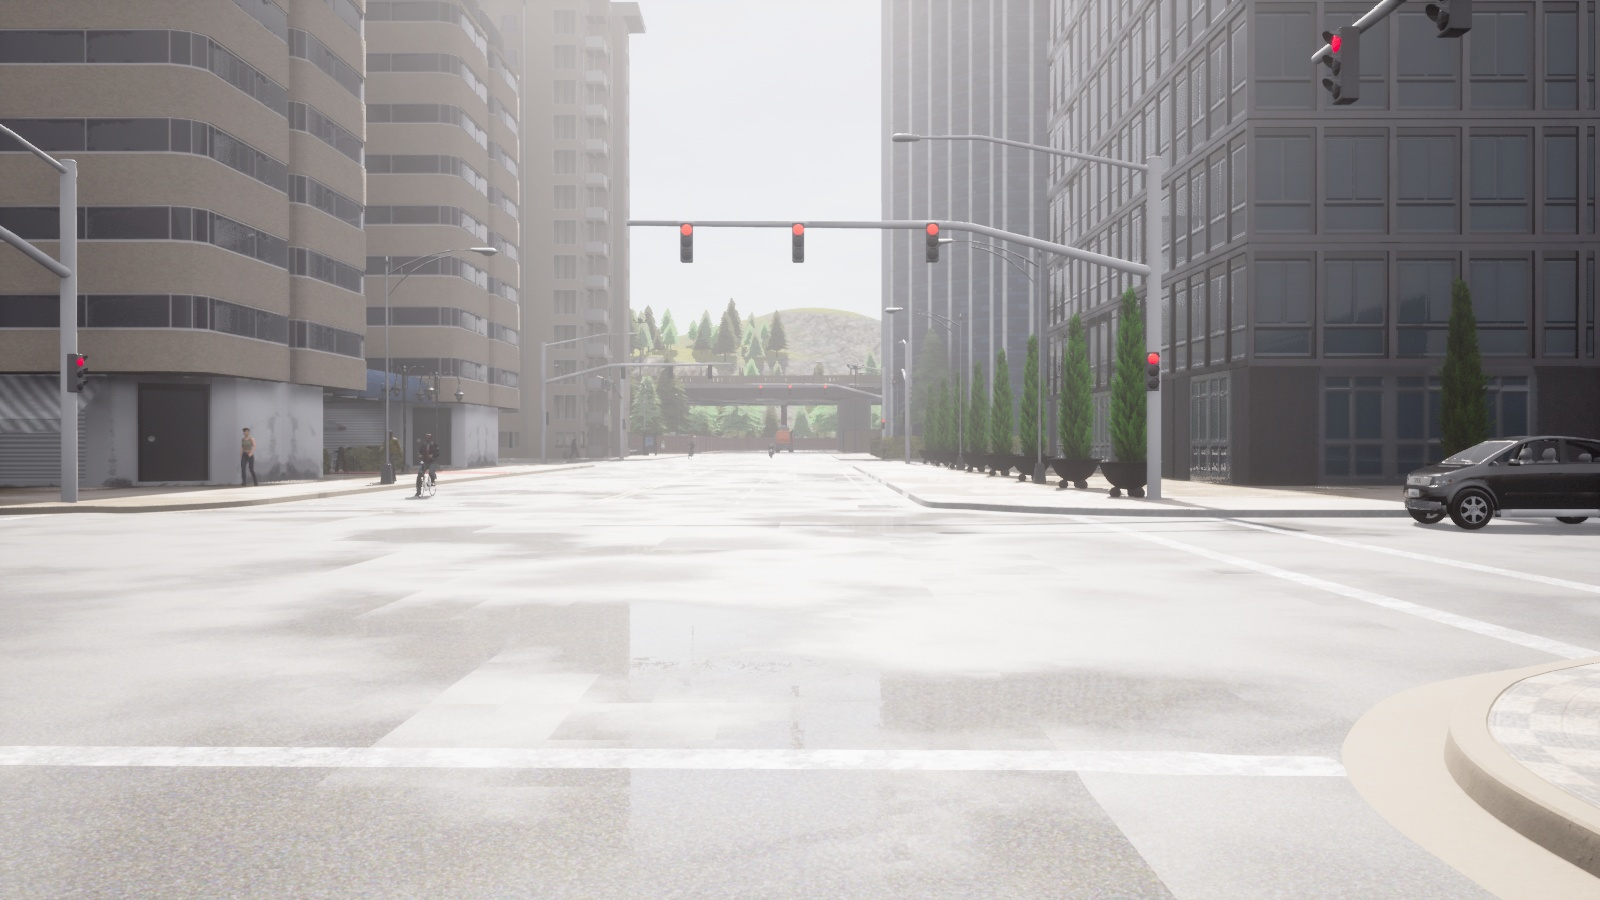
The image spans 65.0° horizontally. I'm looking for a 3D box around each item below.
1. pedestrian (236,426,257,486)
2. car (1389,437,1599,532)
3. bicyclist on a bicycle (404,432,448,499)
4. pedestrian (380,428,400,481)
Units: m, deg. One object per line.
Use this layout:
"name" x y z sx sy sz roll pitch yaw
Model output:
"pedestrian" -17.046 0.173 38.702 0.345 1.836 0.594 0 0 7
"car" 12.269 0.559 21.319 3.705 1.549 1.789 0 0 1
"bicyclist on a bicycle" -10.291 0.413 34.589 0.659 1.776 1.843 0 0 0
"pedestrian" -14.109 0.150 43.211 0.370 1.835 0.726 0 0 10
